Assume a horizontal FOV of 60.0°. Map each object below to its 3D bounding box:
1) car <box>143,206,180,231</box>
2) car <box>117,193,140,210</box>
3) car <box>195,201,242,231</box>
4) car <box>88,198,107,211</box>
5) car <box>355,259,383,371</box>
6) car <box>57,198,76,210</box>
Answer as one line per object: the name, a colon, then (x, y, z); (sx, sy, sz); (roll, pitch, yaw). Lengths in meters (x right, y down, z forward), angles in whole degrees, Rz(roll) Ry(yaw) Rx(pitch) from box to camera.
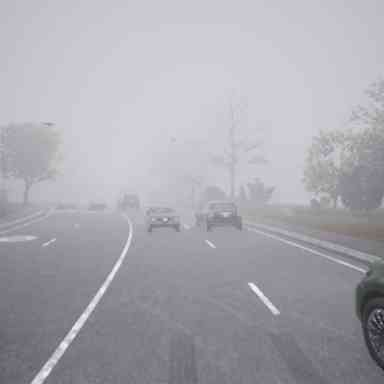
car: (-1.904, 1.530, 20.320); (2.033, 1.411, 5.357); (0, 0, -10)
car: (-8.067, 1.194, 41.921); (2.150, 2.045, 5.566); (0, 0, -21)
car: (1.521, 1.326, 20.614); (2.097, 1.767, 4.553); (0, 0, -9)
car: (-11.659, 1.455, 40.947); (1.882, 1.535, 5.008); (0, 0, -22)
car: (3.464, 1.207, 2.409); (2.150, 2.045, 5.566); (0, 0, -2)
car: (-15.977, 1.505, 42.263); (1.812, 1.442, 4.674); (0, 0, -23)
